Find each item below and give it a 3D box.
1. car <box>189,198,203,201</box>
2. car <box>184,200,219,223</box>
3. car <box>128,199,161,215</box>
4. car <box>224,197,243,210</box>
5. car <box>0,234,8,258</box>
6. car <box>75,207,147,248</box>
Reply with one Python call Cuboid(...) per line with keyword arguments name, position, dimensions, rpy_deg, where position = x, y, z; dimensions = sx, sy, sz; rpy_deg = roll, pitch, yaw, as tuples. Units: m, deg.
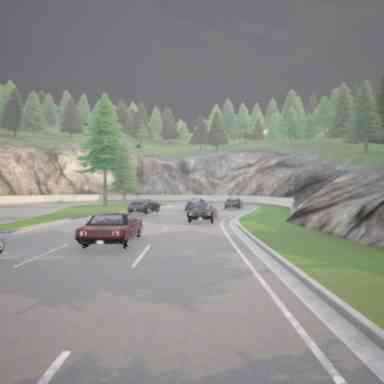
Cuboid(name="car", position=(0.566, 1.414, 37.622), dimensions=(1.812, 1.442, 4.674), rpy_deg=(0, 0, 16))
Cuboid(name="car", position=(0.900, 1.527, 24.880), dimensions=(1.895, 1.301, 4.718), rpy_deg=(0, 0, 9))
Cuboid(name="car", position=(-4.514, 1.395, 32.315), dimensions=(2.128, 1.511, 4.902), rpy_deg=(0, 0, 15))
Cuboid(name="car", position=(5.214, 1.369, 41.100), dimensions=(2.128, 1.511, 4.902), rpy_deg=(0, 0, 16))
Cuboid(name="car", position=(-6.901, 1.575, 8.665), dimensions=(1.895, 1.301, 4.718), rpy_deg=(0, 0, 0))
Cuboid(name="car", position=(-3.365, 1.557, 14.498), dimensions=(1.895, 1.301, 4.718), rpy_deg=(0, 0, 1))
